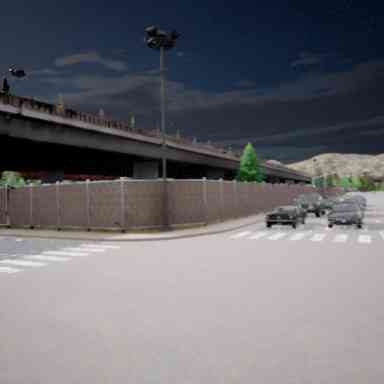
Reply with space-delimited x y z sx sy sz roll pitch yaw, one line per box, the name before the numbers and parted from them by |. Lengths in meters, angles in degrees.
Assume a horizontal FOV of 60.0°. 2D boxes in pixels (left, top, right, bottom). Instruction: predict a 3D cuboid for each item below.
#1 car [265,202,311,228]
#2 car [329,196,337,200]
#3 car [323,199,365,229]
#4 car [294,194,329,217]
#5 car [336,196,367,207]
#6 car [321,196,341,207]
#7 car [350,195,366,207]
car | 6.334 1.620 22.193 1.895 1.301 4.718 -2 -1 28
car | 15.634 1.481 39.649 1.994 1.385 4.181 -2 -1 28
car | 9.779 1.420 21.155 1.837 1.490 4.892 -2 -1 28
car | 10.909 1.190 30.806 2.150 2.045 5.566 -2 -1 28
car | 14.093 1.373 29.314 1.837 1.490 4.892 -2 -1 28
car | 20.335 1.357 48.491 2.128 1.511 4.902 -2 -1 28
car | 23.480 1.270 46.964 1.837 1.490 4.892 -2 -1 28
